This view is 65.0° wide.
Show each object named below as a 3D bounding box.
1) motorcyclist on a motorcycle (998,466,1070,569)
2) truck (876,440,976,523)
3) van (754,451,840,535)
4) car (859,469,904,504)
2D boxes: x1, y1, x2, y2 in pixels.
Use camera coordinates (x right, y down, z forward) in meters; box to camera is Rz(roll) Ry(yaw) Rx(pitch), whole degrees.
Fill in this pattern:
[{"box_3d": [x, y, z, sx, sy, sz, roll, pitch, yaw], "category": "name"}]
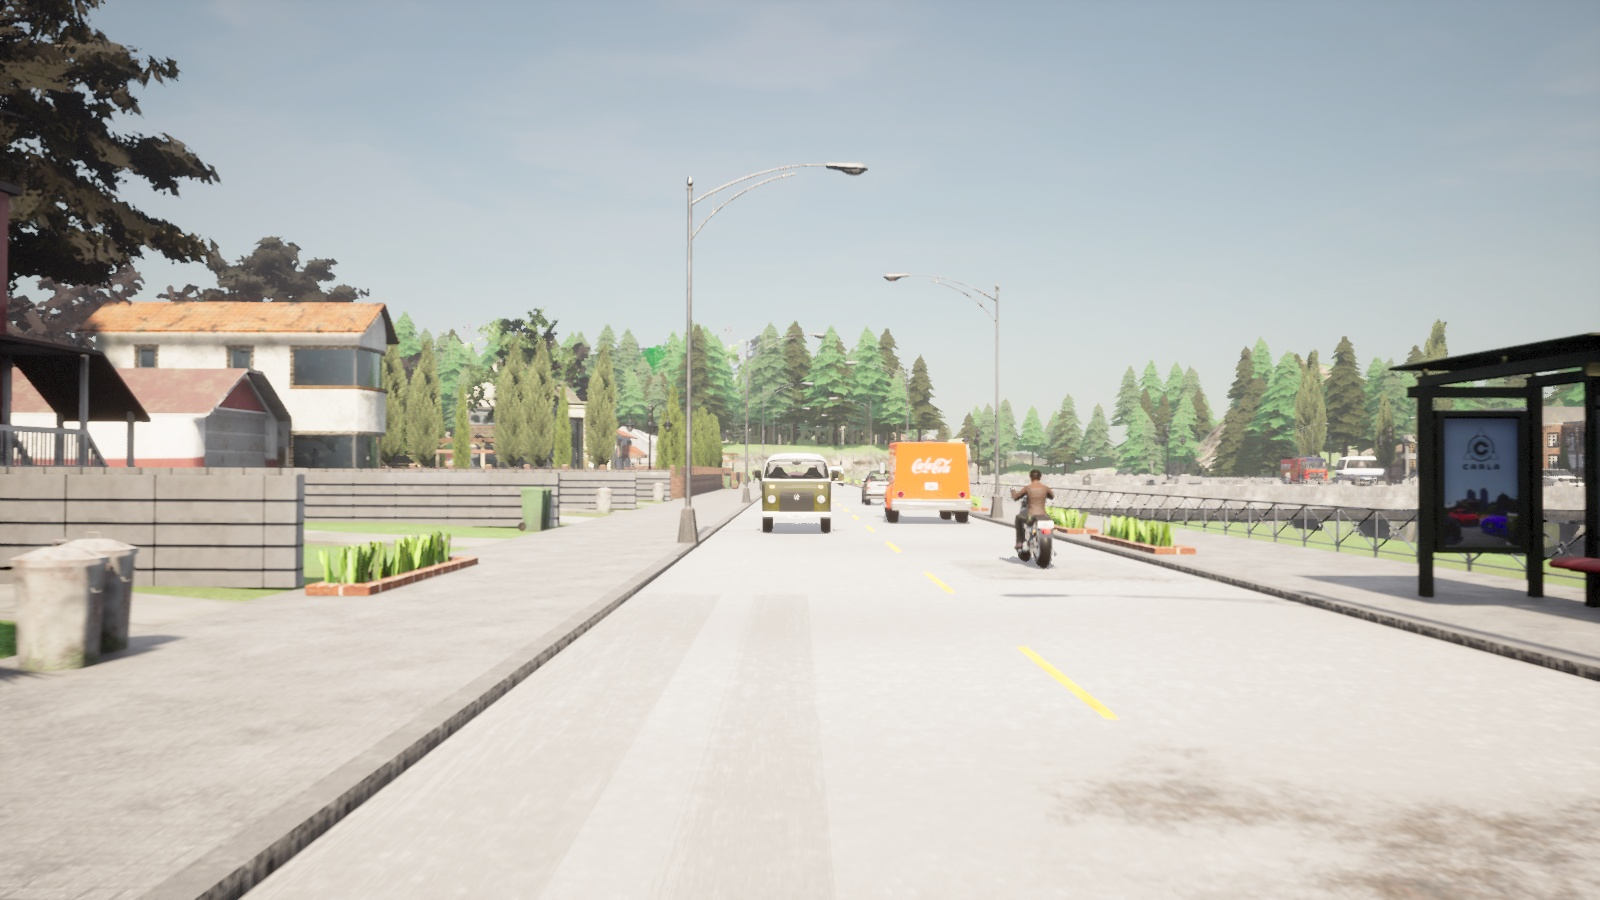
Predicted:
[{"box_3d": [3.948, 1.107, 21.377, 0.766, 1.649, 2.350, 0, -1, 0], "category": "motorcyclist on a motorcycle"}, {"box_3d": [3.900, 0.980, 39.908, 2.627, 2.467, 5.204, 0, -1, 0], "category": "truck"}, {"box_3d": [-0.082, 1.086, 32.714, 2.069, 2.038, 4.480, 0, -1, 0], "category": "van"}, {"box_3d": [3.853, 1.696, 59.627, 1.851, 1.617, 3.988, 0, -1, 0], "category": "car"}]
